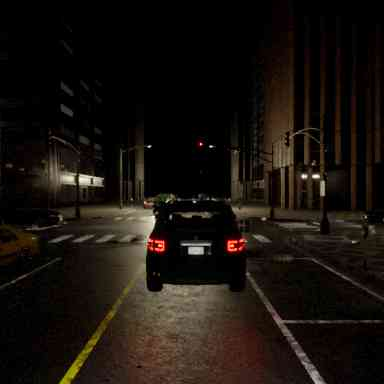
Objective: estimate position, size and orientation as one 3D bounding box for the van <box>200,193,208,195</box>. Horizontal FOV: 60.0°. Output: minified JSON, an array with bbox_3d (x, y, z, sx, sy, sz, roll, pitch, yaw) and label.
[{"bbox_3d":[2.907,1.363,69.232,1.690,1.788,3.998,0,0,0],"label":"van"}]

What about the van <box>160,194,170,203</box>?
[{"bbox_3d":[-5.618,1.363,69.232,1.690,1.788,3.998,0,0,0],"label":"van"}]

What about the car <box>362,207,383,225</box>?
[{"bbox_3d":[14.853,1.568,23.832,4.892,1.490,1.837,0,0,0],"label":"car"}]

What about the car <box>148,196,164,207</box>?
[{"bbox_3d":[-5.653,1.452,52.405,1.967,1.590,4.097,0,0,0],"label":"car"}]

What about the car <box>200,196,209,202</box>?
[{"bbox_3d":[2.930,1.597,80.450,1.947,1.339,4.313,0,0,0],"label":"car"}]

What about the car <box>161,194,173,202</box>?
[{"bbox_3d":[-5.606,1.341,74.843,2.192,1.841,5.009,0,0,0],"label":"car"}]

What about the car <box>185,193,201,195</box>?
[{"bbox_3d":[0.143,1.512,66.524,2.128,1.511,4.902,0,0,0],"label":"car"}]

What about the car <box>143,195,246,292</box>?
[{"bbox_3d":[0.098,1.222,9.086,2.150,2.045,5.566,0,0,0],"label":"car"}]

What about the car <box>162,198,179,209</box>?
[{"bbox_3d":[-2.935,1.573,46.491,1.994,1.385,4.181,0,0,1],"label":"car"}]

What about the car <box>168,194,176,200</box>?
[{"bbox_3d":[-5.572,1.483,91.671,1.967,1.590,4.097,0,0,0],"label":"car"}]

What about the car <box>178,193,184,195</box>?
[{"bbox_3d":[-2.913,1.366,56.369,2.097,1.767,4.553,0,0,1],"label":"car"}]

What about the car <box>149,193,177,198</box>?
[{"bbox_3d":[-2.996,1.228,36.619,2.150,2.045,5.566,0,0,0],"label":"car"}]

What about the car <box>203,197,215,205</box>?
[{"bbox_3d":[2.884,1.580,58.014,1.947,1.339,4.313,0,0,0],"label":"car"}]

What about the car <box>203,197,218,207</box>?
[{"bbox_3d":[2.872,1.562,52.405,2.008,1.369,4.403,0,0,0],"label":"car"}]

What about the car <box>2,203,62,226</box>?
[{"bbox_3d":[-10.715,1.461,20.788,4.902,1.511,2.128,0,0,-4],"label":"car"}]

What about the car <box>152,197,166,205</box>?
[{"bbox_3d":[-5.641,1.565,58.014,2.008,1.369,4.403,0,0,0],"label":"car"}]

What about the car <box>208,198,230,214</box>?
[{"bbox_3d":[2.838,1.446,35.579,1.967,1.590,4.097,0,0,0],"label":"car"}]

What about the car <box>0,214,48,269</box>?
[{"bbox_3d":[-5.743,1.526,8.632,1.752,1.417,4.829,0,0,0],"label":"car"}]

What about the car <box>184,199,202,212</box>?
[{"bbox_3d":[0.144,1.554,39.390,2.033,1.411,5.357,0,0,1],"label":"car"}]

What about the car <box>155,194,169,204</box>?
[{"bbox_3d":[-5.629,1.333,63.624,2.192,1.841,5.009,0,0,0],"label":"car"}]
